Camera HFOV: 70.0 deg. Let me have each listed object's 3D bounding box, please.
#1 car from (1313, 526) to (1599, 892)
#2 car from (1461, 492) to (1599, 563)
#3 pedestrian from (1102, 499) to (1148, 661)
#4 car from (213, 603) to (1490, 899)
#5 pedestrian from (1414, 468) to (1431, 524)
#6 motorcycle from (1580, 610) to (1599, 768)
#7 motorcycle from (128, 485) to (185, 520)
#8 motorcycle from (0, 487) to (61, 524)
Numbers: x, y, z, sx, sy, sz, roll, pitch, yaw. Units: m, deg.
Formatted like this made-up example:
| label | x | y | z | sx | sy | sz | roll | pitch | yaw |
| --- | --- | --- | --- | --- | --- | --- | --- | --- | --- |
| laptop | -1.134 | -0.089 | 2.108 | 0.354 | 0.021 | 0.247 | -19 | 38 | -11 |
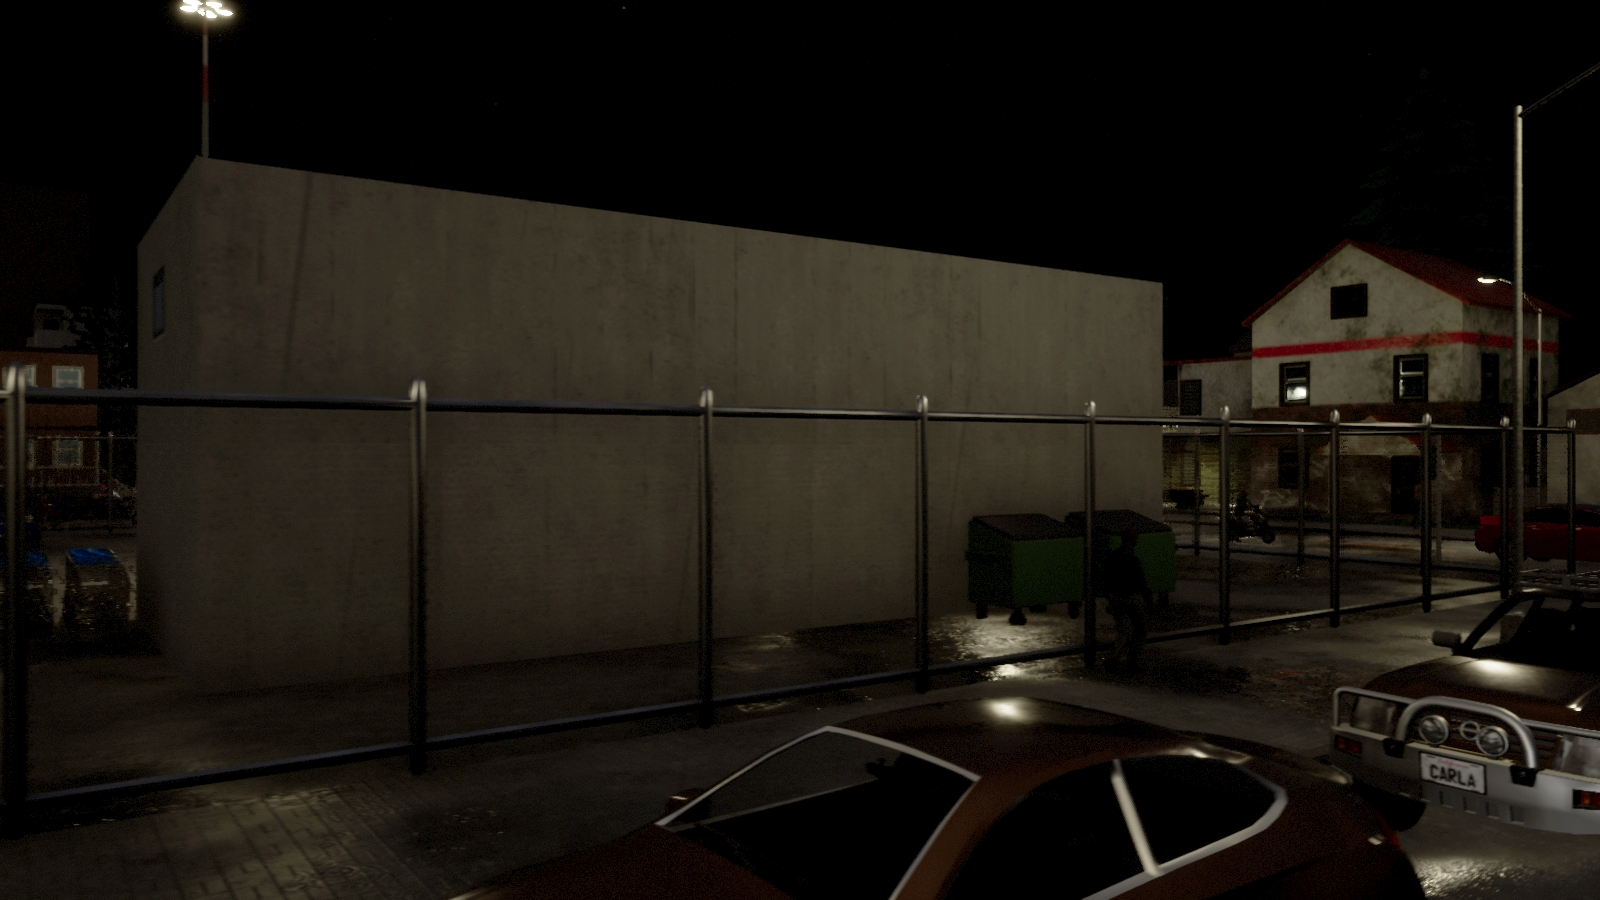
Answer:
| label | x | y | z | sx | sy | sz | roll | pitch | yaw |
| --- | --- | --- | --- | --- | --- | --- | --- | --- | --- |
| car | 6.091 | 1.644 | 8.627 | 4.605 | 1.855 | 1.932 | 0 | 0 | -34 |
| car | 18.841 | 1.841 | 27.176 | 2.231 | 1.480 | 4.892 | 0 | 0 | -35 |
| pedestrian | 3.855 | 1.525 | 13.548 | 0.375 | 1.860 | 0.375 | 0 | 0 | -35 |
| car | 0.520 | 1.772 | 4.748 | 5.027 | 1.651 | 2.152 | 0 | 0 | -35 |
| pedestrian | 20.888 | 1.524 | 38.354 | 0.375 | 1.860 | 0.375 | 0 | 0 | -39 |
| motorcycle | 7.400 | 1.962 | 9.555 | 1.805 | 1.236 | 0.856 | 0 | 0 | -35 |
| motorcycle | -24.175 | 1.962 | 42.918 | 1.805 | 1.236 | 0.856 | 0 | 0 | -34 |
| motorcycle | -27.364 | 1.962 | 40.606 | 1.805 | 1.236 | 0.856 | 0 | 0 | -35 |
